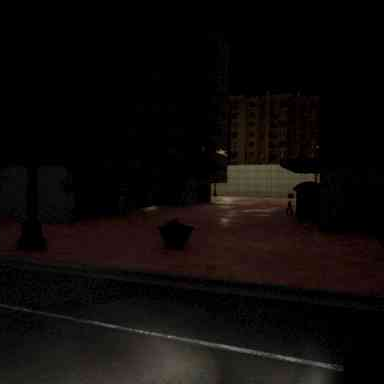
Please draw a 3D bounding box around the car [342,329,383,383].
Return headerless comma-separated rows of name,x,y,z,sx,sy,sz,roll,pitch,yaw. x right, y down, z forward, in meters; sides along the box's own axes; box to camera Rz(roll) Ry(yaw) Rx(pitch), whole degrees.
car,3.528,1.480,1.768,5.008,1.535,1.882,0,0,22
